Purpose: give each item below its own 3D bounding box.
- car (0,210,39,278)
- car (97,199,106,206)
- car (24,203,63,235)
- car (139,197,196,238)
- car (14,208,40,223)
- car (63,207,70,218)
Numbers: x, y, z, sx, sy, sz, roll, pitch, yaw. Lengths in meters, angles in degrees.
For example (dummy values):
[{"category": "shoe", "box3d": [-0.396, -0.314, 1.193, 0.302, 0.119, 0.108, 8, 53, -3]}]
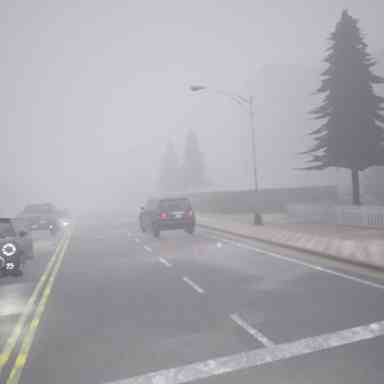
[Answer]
[{"category": "car", "box3d": [-6.578, 1.717, 10.988, 2.097, 1.767, 4.553, -3, 0, -20]}, {"category": "car", "box3d": [-23.820, 2.828, 87.735, 2.128, 1.511, 4.902, -3, 0, -18]}, {"category": "car", "box3d": [-10.343, 1.795, 22.683, 2.150, 2.045, 5.566, -3, 0, -18]}, {"category": "car", "box3d": [-1.540, 1.321, 18.768, 2.150, 2.045, 5.566, -3, 0, -19]}, {"category": "car", "box3d": [-18.939, 2.653, 38.271, 1.895, 1.301, 4.718, -3, 0, -17]}, {"category": "car", "box3d": [-15.864, 2.478, 40.157, 1.895, 1.301, 4.718, -3, 0, -17]}]
